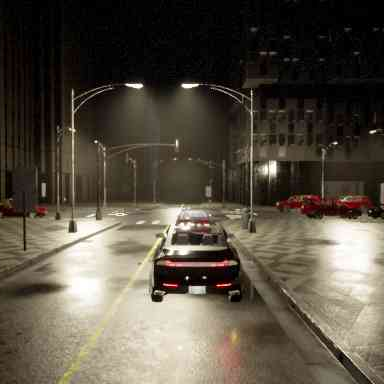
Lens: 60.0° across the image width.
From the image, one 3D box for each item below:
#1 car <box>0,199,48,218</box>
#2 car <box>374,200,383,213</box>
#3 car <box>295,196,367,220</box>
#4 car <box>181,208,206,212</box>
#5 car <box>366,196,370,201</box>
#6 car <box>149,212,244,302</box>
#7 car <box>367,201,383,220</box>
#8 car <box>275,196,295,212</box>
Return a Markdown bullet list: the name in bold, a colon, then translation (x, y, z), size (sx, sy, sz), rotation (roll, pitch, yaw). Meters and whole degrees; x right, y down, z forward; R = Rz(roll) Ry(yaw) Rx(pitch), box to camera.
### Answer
- **car**: translation (-14.969, 1.566, 29.009), size (4.507, 1.381, 1.887), rotation (0, 1, 0)
- **car**: translation (23.326, 1.633, 37.716), size (4.313, 1.339, 1.947), rotation (0, 1, 0)
- **car**: translation (12.072, 1.463, 29.135), size (5.009, 1.841, 2.192), rotation (0, 1, 0)
- **car**: translation (0.070, 1.550, 17.923), size (2.033, 1.411, 5.357), rotation (0, 0, 0)
- **car**: translation (17.685, 1.353, 37.686), size (5.009, 1.841, 2.192), rotation (0, 1, 0)
- **car**: translation (0.086, 1.490, 8.213), size (2.128, 1.511, 4.902), rotation (0, 0, 0)
- **car**: translation (17.714, 1.742, 29.165), size (4.313, 1.339, 1.947), rotation (0, 1, 0)
- **car**: translation (12.042, 1.325, 37.659), size (5.009, 1.841, 2.192), rotation (0, 1, 0)
